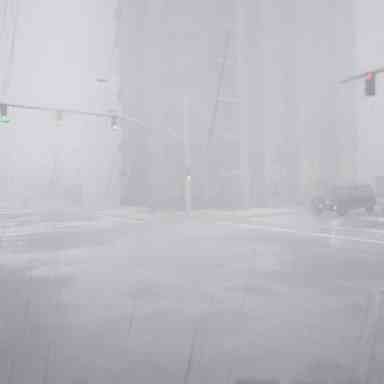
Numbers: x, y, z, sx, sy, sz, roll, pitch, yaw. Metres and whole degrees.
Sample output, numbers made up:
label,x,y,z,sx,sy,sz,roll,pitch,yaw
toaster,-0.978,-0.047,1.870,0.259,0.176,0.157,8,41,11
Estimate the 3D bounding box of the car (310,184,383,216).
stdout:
label,x,y,z,sx,sy,sz,roll,pitch,yaw
car,10.753,0.493,23.471,5.566,2.045,2.150,-2,1,-34
